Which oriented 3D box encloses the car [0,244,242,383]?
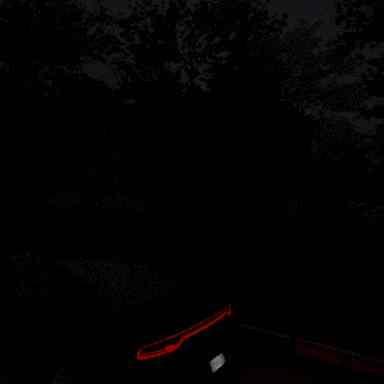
[{"bbox_3d":[-1.768,1.481,4.637,5.008,1.535,1.882,0,0,35],"label":"car"}]
